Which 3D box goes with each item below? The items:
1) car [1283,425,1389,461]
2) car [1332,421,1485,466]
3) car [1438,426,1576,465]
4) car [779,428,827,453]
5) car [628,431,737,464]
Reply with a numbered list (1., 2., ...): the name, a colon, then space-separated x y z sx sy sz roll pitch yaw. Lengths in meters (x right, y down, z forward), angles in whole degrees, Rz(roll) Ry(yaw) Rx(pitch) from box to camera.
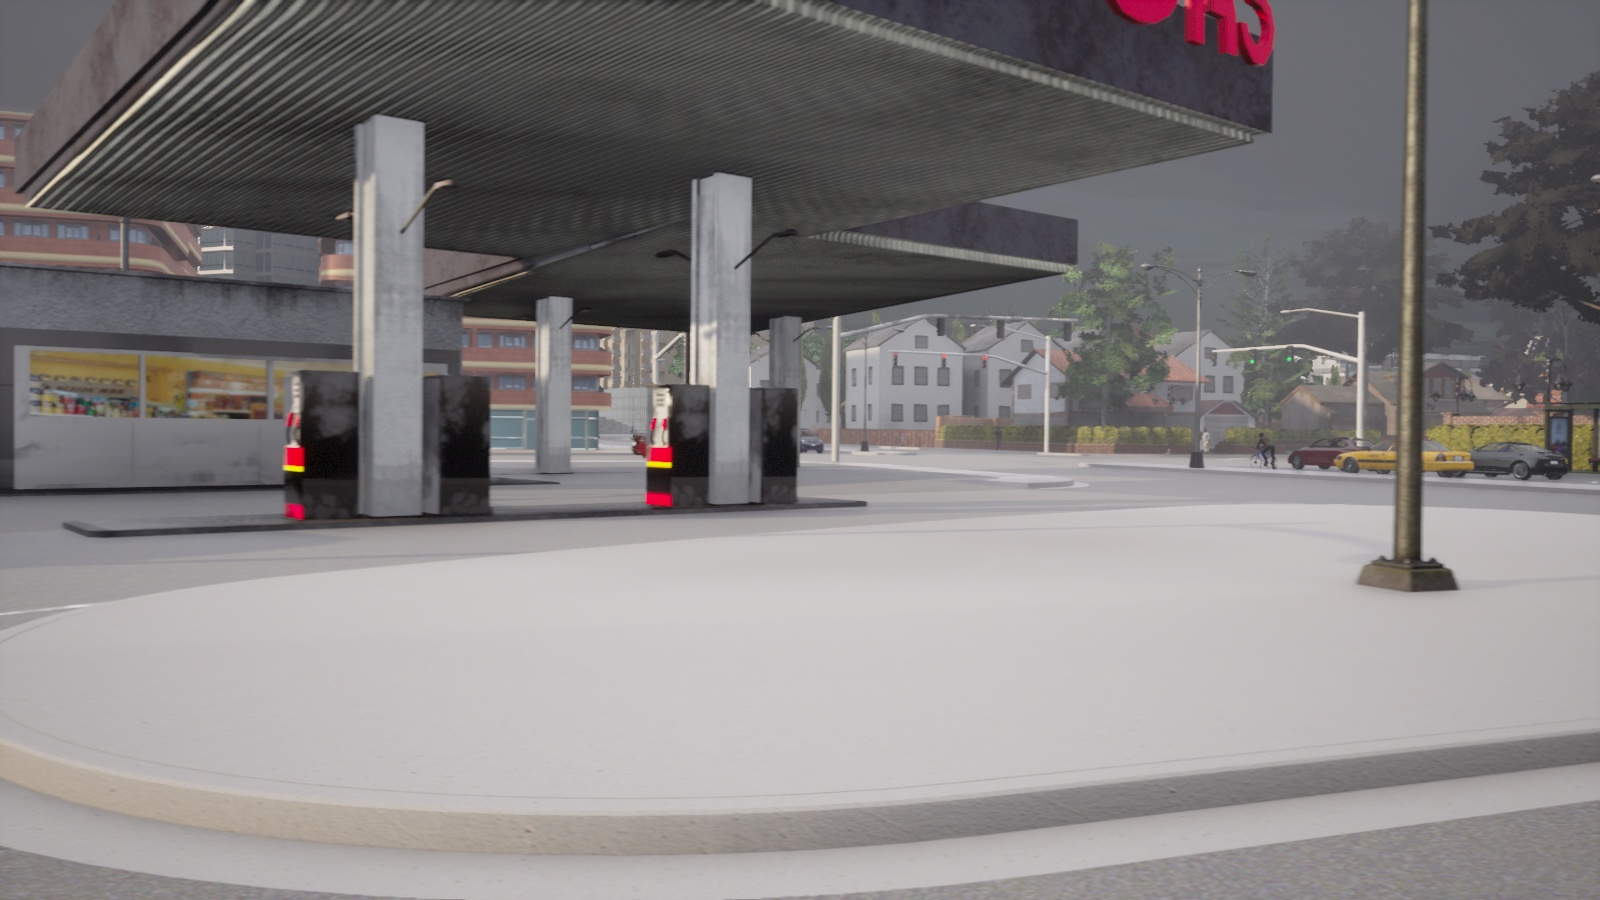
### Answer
1. car: 23.342 -0.332 54.852 1.816 1.474 4.193 -1 1 -21
2. car: 22.626 -0.271 46.960 1.801 1.575 5.366 -1 1 -21
3. car: 26.371 -0.187 47.001 1.994 1.385 4.181 -1 1 -22
4. car: 0.174 -0.655 83.062 1.851 1.617 3.988 -1 1 -21
5. car: -5.674 -0.126 60.631 4.792 1.488 2.163 -1 1 -22
